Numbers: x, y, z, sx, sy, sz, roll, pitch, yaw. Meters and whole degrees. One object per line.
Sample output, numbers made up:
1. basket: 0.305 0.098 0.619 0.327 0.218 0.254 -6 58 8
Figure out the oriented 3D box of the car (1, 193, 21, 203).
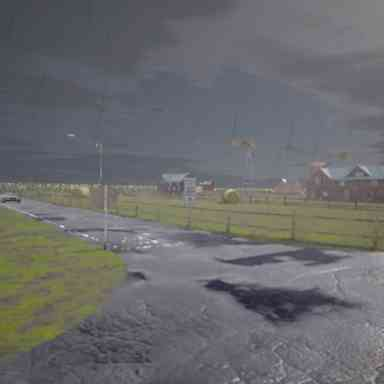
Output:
1. car: -24.811 0.783 45.549 1.994 1.385 4.181 1 0 -36
